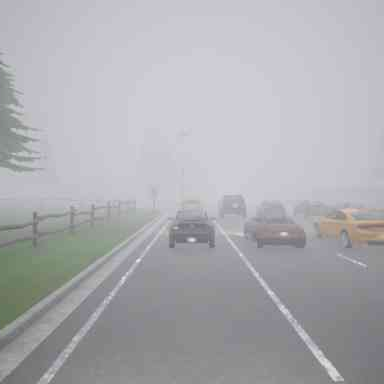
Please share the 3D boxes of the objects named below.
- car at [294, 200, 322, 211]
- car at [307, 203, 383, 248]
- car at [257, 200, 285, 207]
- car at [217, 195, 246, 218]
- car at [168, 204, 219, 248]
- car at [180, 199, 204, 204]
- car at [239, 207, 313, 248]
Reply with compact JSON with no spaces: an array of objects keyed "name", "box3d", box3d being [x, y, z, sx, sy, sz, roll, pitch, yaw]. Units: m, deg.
[{"name":"car","box3d":[10.500,1.493,29.670,2.128,1.511,4.902,0,0,0]},{"name":"car","box3d":[7.000,1.482,14.670,1.882,1.535,5.008,0,0,0]},{"name":"car","box3d":[7.000,1.514,29.670,1.837,1.490,4.892,0,0,0]},{"name":"car","box3d":[3.500,1.255,29.700,2.150,2.045,5.566,0,0,0]},{"name":"car","box3d":[0.000,1.513,14.670,1.837,1.490,4.892,0,0,0]},{"name":"car","box3d":[0.000,1.363,29.640,2.097,1.767,4.553,0,0,0]},{"name":"car","box3d":[3.500,1.570,14.670,1.994,1.385,4.181,0,0,0]}]
